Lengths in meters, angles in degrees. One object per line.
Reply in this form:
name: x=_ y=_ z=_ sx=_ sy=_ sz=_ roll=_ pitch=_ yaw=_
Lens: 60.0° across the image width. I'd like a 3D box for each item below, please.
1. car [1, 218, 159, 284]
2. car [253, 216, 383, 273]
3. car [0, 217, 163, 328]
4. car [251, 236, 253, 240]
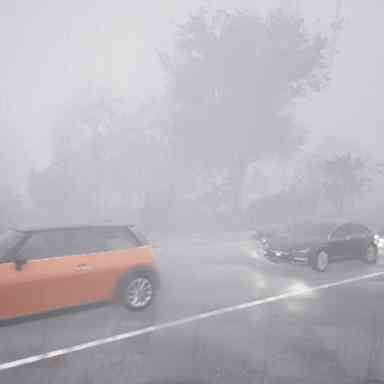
car: x=-3.339 y=1.607 z=10.196 sx=4.181 sy=1.385 sz=1.994 roll=1 pitch=-1 yaw=-35
car: x=4.615 y=1.726 z=11.570 sx=4.892 sy=1.490 sz=1.837 roll=2 pitch=-1 yaw=-35
car: x=-2.888 y=1.367 z=6.223 sx=4.553 sy=1.767 sz=2.097 roll=1 pitch=0 yaw=-36
car: x=5.413 y=1.892 z=16.433 sx=5.357 sy=1.411 sz=2.033 roll=3 pitch=-2 yaw=-35
